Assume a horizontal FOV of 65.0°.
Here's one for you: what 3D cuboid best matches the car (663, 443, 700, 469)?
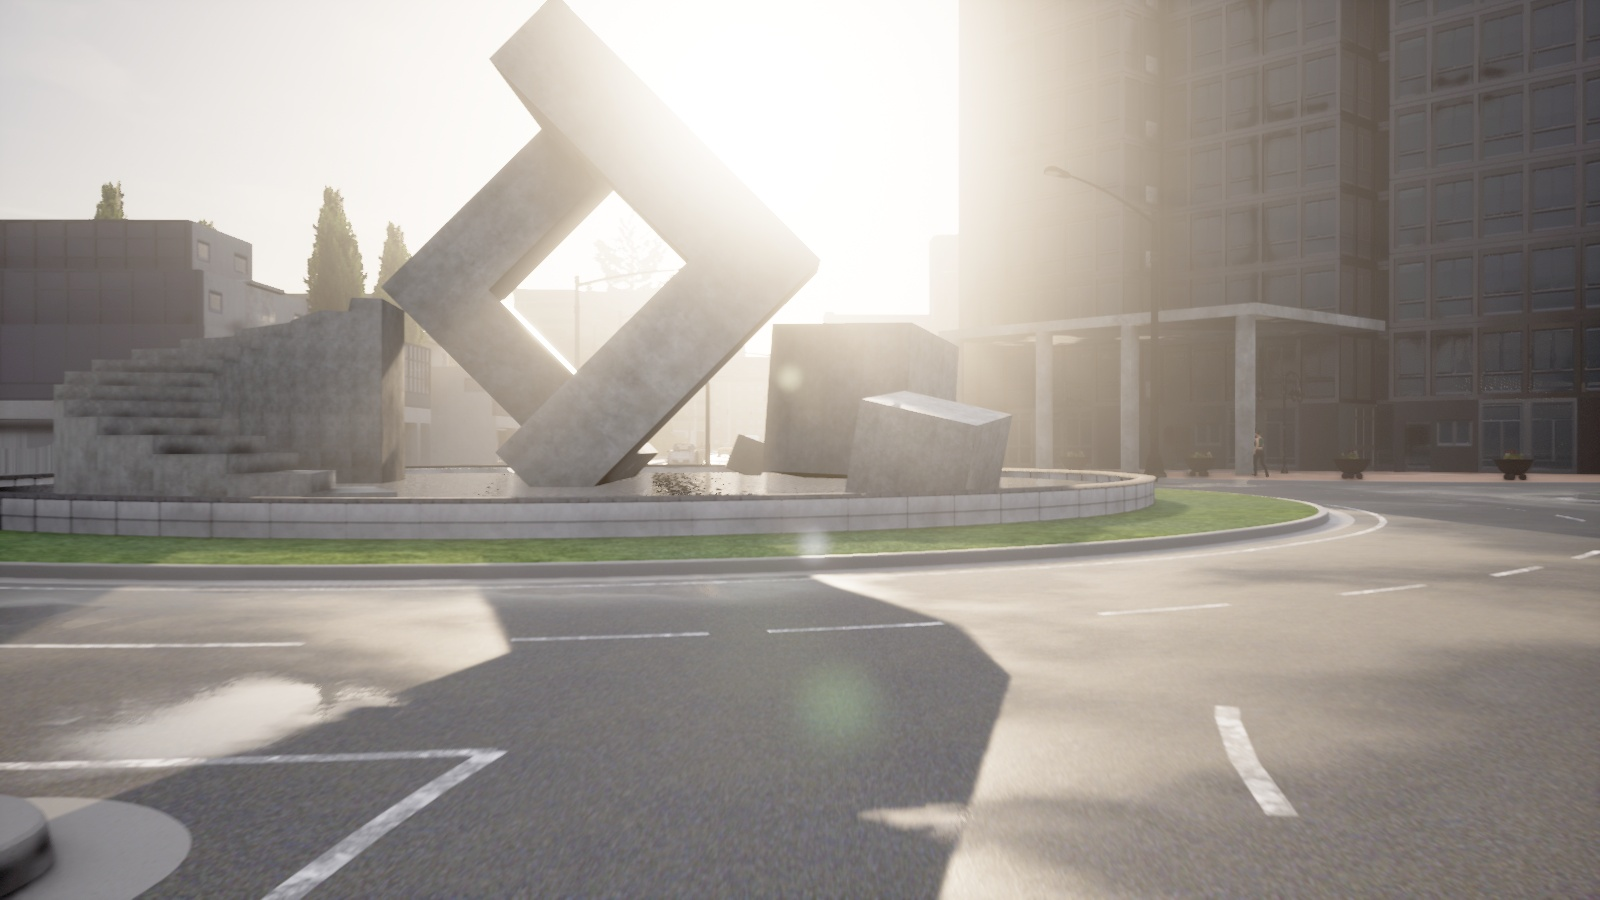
[{"bbox_3d":[-6.909,0.328,73.704,1.845,1.501,3.633,0,0,0],"label":"car"}]

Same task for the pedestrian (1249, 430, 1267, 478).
[{"bbox_3d":[17.799,0.142,48.758,0.345,1.836,0.594,0,0,-21],"label":"pedestrian"}]
